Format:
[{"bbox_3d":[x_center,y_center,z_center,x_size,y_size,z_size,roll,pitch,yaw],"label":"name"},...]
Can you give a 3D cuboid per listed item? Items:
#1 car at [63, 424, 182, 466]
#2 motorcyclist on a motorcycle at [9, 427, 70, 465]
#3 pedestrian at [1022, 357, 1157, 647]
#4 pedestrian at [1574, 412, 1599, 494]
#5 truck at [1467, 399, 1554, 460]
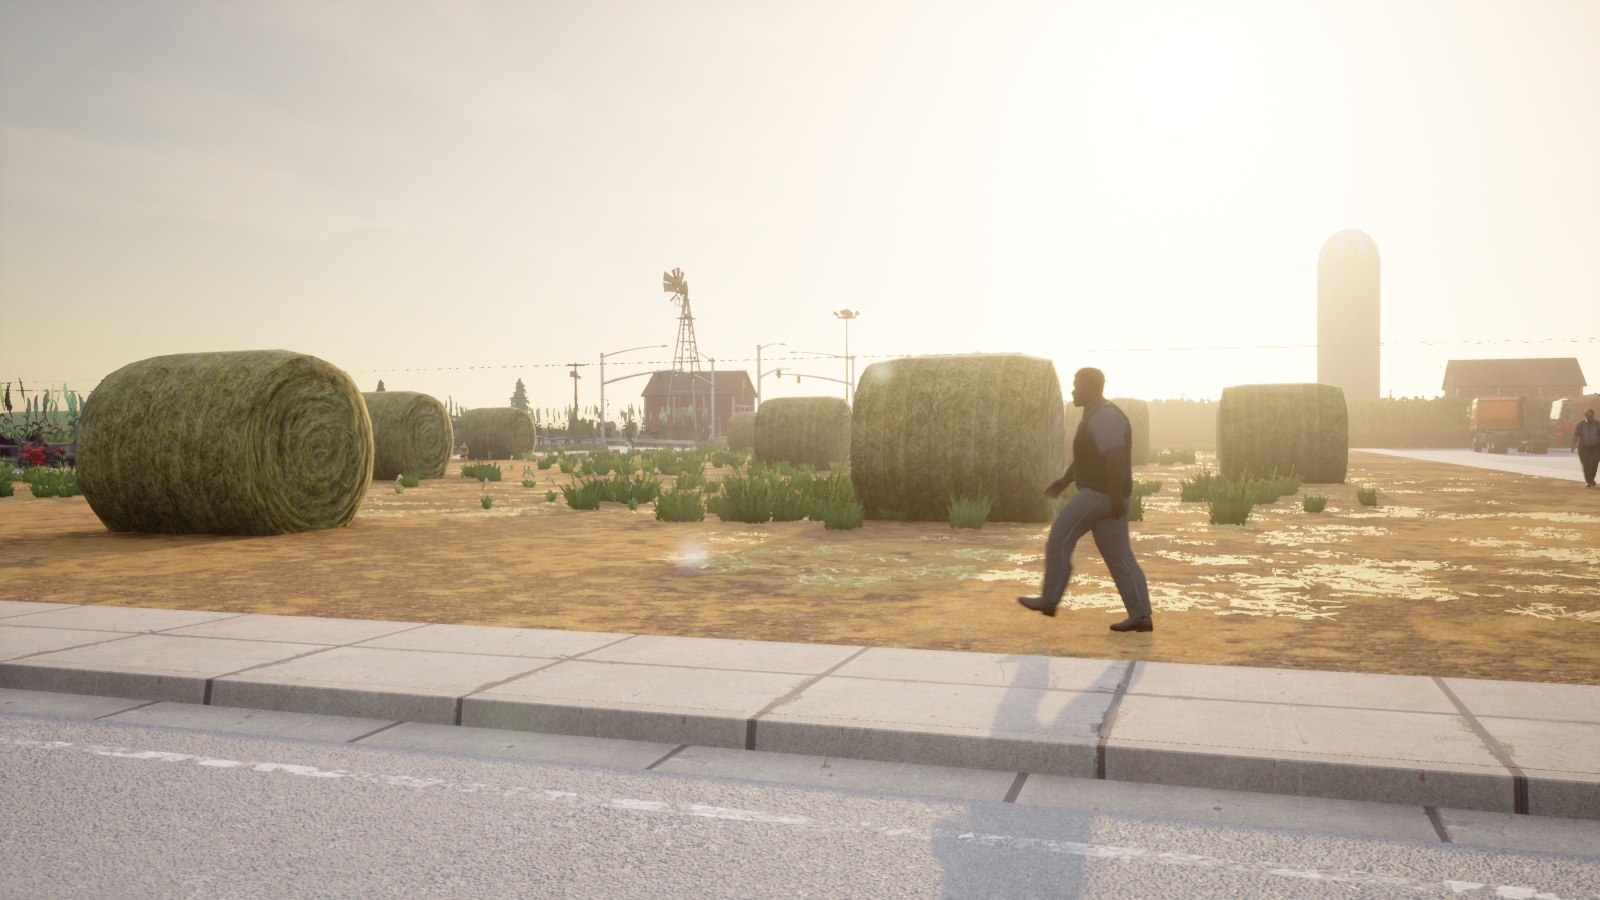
[{"bbox_3d":[-27.409,-0.228,50.909,1.851,1.617,3.988,1,1,21],"label":"car"},{"bbox_3d":[-31.032,-0.163,51.258,0.797,1.523,2.044,1,1,21],"label":"motorcyclist on a motorcycle"},{"bbox_3d":[1.975,0.331,8.546,0.849,1.883,0.563,0,1,16],"label":"pedestrian"},{"bbox_3d":[17.961,0.066,28.568,0.540,1.848,0.694,1,1,29],"label":"pedestrian"},{"bbox_3d":[42.418,-1.228,75.232,2.891,3.462,7.936,1,1,18],"label":"truck"}]
